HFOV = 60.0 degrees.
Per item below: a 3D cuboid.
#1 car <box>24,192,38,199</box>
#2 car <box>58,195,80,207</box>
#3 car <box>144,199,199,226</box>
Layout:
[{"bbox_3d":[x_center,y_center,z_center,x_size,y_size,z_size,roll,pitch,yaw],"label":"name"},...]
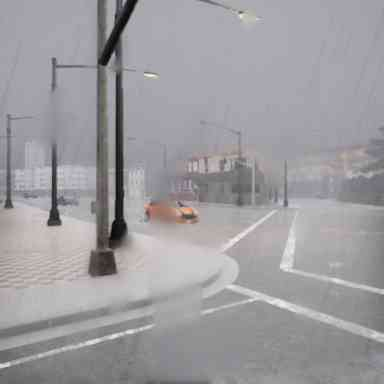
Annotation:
[{"bbox_3d":[-31.640,0.689,65.125,2.033,1.411,5.357,0,0,-36],"label":"car"},{"bbox_3d":[-16.412,1.144,43.969,1.812,1.442,4.674,0,2,-36],"label":"car"},{"bbox_3d":[-1.492,1.309,23.240,2.097,1.767,4.553,0,0,-36],"label":"car"}]
